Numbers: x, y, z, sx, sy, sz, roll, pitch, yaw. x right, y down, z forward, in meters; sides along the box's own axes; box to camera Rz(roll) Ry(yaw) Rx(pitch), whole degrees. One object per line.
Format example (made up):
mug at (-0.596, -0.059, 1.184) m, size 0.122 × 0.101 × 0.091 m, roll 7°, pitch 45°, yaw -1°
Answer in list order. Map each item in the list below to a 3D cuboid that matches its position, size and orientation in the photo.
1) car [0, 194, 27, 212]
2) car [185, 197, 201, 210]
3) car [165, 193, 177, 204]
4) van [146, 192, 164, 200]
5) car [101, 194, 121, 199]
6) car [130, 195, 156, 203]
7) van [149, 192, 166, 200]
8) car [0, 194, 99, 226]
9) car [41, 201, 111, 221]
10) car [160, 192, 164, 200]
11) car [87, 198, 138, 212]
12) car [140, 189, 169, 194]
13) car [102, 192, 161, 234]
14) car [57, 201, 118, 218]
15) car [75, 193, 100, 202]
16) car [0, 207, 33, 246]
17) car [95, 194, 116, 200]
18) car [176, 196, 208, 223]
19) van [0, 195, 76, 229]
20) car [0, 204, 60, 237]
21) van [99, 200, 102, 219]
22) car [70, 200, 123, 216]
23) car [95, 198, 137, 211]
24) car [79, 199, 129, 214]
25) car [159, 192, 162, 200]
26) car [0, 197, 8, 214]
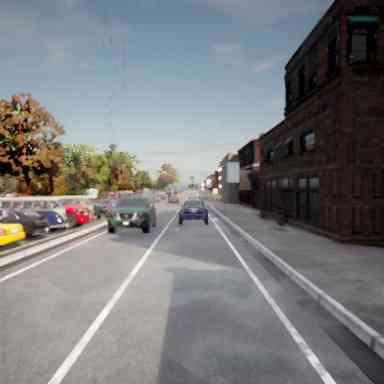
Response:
car at (-22.389, 1.252, 38.276) m, size 5.566 × 2.045 × 2.435 m, roll 0°, pitch 0°, yaw 0°
car at (0.122, 1.466, 42.966) m, size 1.837 × 1.490 × 4.892 m, roll 0°, pitch 0°, yaw 0°
car at (-3.260, 1.393, 60.769) m, size 1.882 × 1.535 × 5.008 m, roll 0°, pitch 0°, yaw 1°
van at (-9.351, 1.015, 83.977) m, size 4.442 × 1.987 × 1.878 m, roll 0°, pitch 0°, yaw 0°
car at (-21.767, 1.223, 89.550) m, size 5.008 × 1.535 × 2.097 m, roll 0°, pitch 0°, yaw 0°
car at (-9.396, 1.321, 64.197) m, size 4.792 × 1.488 × 2.163 m, roll 0°, pitch 0°, yaw 0°
van at (-9.314, 0.998, 89.508) m, size 4.442 × 1.987 × 1.878 m, roll 0°, pitch 0°, yaw 0°
car at (-9.320, 1.264, 21.521) m, size 5.566 × 2.045 × 2.435 m, roll 0°, pitch 0°, yaw 0°
car at (-9.319, 1.512, 27.087) m, size 4.892 × 1.521 × 2.231 m, roll 0°, pitch 0°, yaw 0°
car at (-9.495, 1.267, 72.676) m, size 5.366 × 1.575 × 1.946 m, roll 0°, pitch 0°, yaw 0°
car at (-9.095, 1.501, 38.220) m, size 5.366 × 1.575 × 1.946 m, roll 0°, pitch 0°, yaw 0°
car at (-9.225, 0.997, 81.151) m, size 5.566 × 2.045 × 2.435 m, roll 0°, pitch 0°, yaw 0°
car at (-3.340, 1.213, 19.583) m, size 2.150 × 2.045 × 5.566 m, roll 0°, pitch 0°, yaw 0°
car at (-9.285, 1.539, 29.871) m, size 4.792 × 1.488 × 2.163 m, roll 0°, pitch 0°, yaw 0°
car at (-21.877, 1.151, 69.897) m, size 4.553 × 1.767 × 2.185 m, roll 0°, pitch 0°, yaw 0°
car at (-9.567, 1.516, 13.172) m, size 5.366 × 1.575 × 1.946 m, roll 0°, pitch 0°, yaw 0°
car at (-21.782, 1.270, 83.891) m, size 4.792 × 1.488 × 2.163 m, roll 0°, pitch 0°, yaw 0°
car at (0.113, 1.335, 25.156) m, size 2.097 × 1.767 × 4.553 m, roll 0°, pitch 0°, yaw 0°
van at (-9.242, 1.291, 18.738) m, size 4.442 × 1.987 × 1.878 m, roll 0°, pitch 0°, yaw 0°
car at (-9.364, 1.519, 15.954) m, size 4.892 × 1.521 × 2.231 m, roll 0°, pitch 0°, yaw 0°
van at (-9.221, 1.287, 24.180) m, size 4.442 × 1.987 × 1.878 m, roll 0°, pitch 0°, yaw 0°
car at (-9.306, 1.548, 32.654) m, size 4.674 × 1.452 × 2.002 m, roll 0°, pitch 0°, yaw 0°
car at (-9.285, 1.542, 40.862) m, size 4.674 × 1.452 × 2.002 m, roll -1°, pitch 0°, yaw 1°
car at (-9.321, 1.535, 35.437) m, size 4.792 × 1.488 × 2.163 m, roll 0°, pitch 0°, yaw 0°
car at (-9.332, 1.317, 69.849) m, size 4.674 × 1.452 × 2.002 m, roll 0°, pitch 0°, yaw 0°
car at (-22.403, 1.380, 35.366) m, size 4.553 × 1.767 × 2.185 m, roll 0°, pitch 0°, yaw 0°
